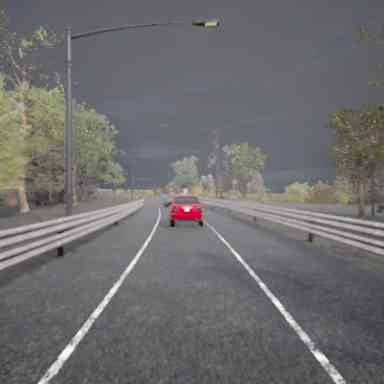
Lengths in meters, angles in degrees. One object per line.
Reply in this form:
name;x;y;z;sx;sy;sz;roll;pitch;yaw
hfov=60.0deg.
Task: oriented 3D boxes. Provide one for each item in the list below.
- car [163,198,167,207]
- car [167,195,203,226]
car;-3.340;1.548;50.761;1.994;1.385;4.181;0;0;-8
car;-0.506;1.225;23.671;2.150;2.045;5.566;0;0;-4
